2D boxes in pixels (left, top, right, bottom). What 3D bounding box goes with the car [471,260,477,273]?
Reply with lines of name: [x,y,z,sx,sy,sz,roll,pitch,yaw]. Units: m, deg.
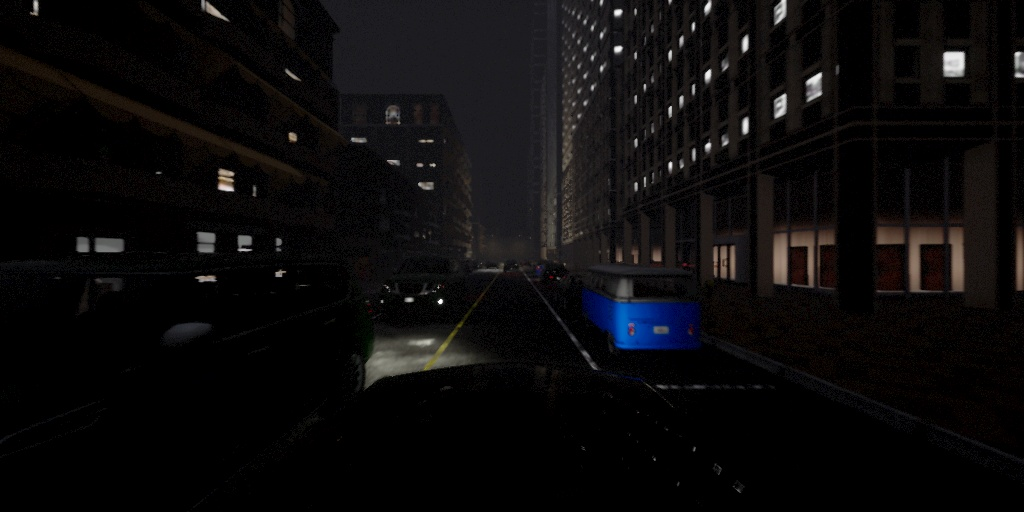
car: [-5.748,1.103,42.184,2.192,1.841,5.009,0,0,0]

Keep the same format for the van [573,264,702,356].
van: [2.682,1.093,8.305,1.690,1.789,3.998,0,0,0]

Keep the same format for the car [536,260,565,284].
car: [3.110,1.271,26.864,1.837,1.490,4.892,0,0,0]

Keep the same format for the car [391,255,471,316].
car: [-3.107,0.981,13.691,2.150,2.045,5.566,0,0,0]

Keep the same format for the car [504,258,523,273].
car: [-0.046,1.285,44.667,2.128,1.511,4.902,0,0,0]

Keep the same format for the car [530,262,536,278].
car: [3.067,1.127,33.834,2.097,1.767,4.553,0,0,0]

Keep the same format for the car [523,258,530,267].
car: [2.599,1.394,64.790,1.802,1.307,4.207,0,0,0]

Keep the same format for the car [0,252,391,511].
car: [-3.099,0.975,3.037,2.150,2.045,5.566,0,0,0]

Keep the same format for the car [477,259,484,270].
car: [-5.764,1.367,53.481,1.948,1.339,4.313,0,0,0]

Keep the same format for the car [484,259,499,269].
car: [-3.131,1.405,57.281,1.895,1.301,4.718,0,0,0]

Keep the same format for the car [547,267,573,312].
car: [2.674,1.307,13.953,2.007,1.370,4.403,0,0,0]
